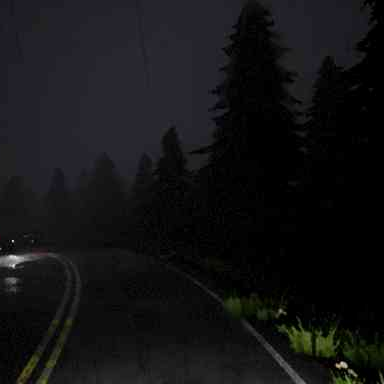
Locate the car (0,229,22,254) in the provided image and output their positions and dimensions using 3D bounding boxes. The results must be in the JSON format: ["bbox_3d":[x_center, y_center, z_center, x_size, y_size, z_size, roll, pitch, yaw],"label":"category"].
[{"bbox_3d":[-12.393,3.154,20.221,4.718,1.301,1.895,-9,-8,43],"label":"car"}]

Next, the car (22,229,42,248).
[{"bbox_3d":[-13.348,3.602,25.336,4.902,1.511,2.128,-8,-7,38],"label":"car"}]
